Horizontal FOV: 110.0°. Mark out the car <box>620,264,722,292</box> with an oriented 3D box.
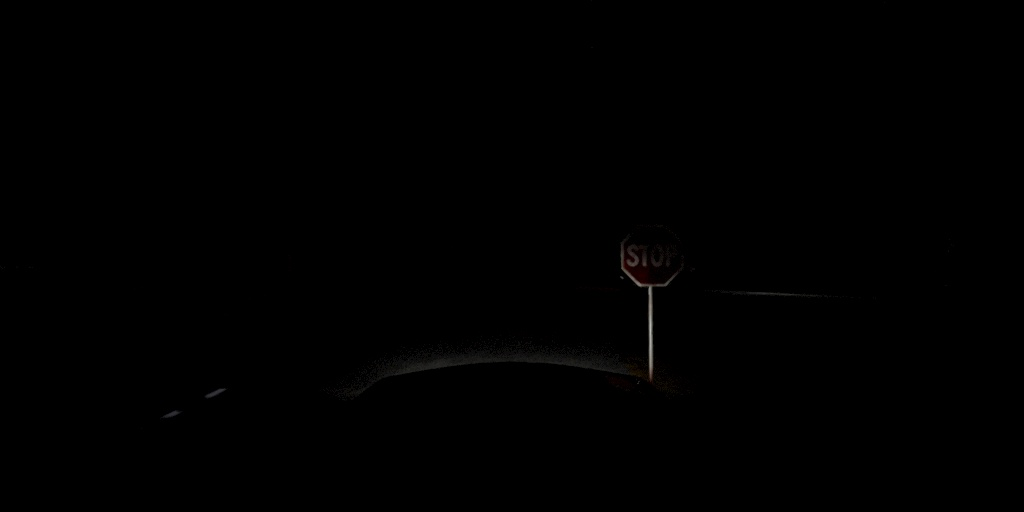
[{"bbox_3d":[8.077,0.990,18.398,4.902,1.511,2.128,2,-1,0],"label":"car"}]
